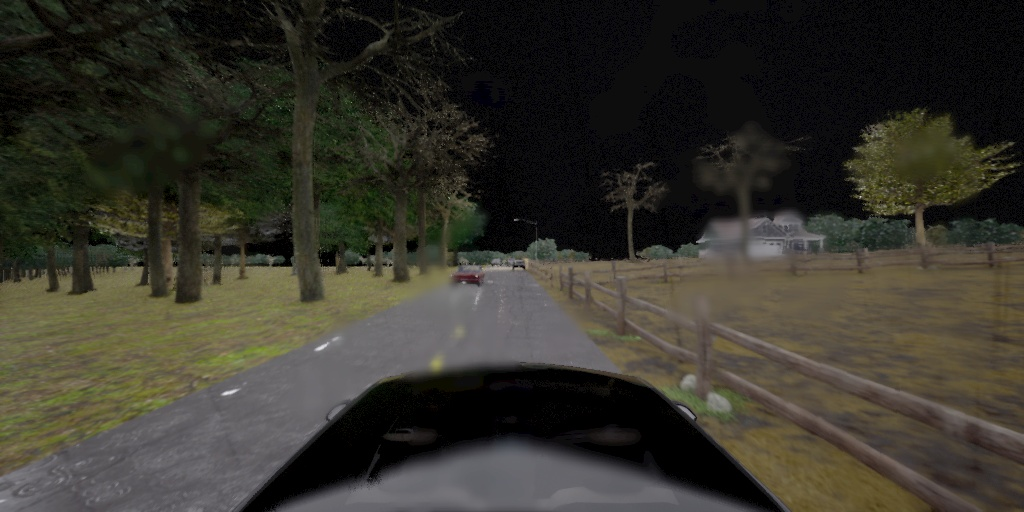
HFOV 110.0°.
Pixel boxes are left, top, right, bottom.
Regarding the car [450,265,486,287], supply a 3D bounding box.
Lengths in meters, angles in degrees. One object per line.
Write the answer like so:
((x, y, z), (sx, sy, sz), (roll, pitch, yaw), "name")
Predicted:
((-2.848, 1.300, 23.814), (1.895, 1.301, 4.718), (0, 0, 0), "car")

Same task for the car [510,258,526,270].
((0.963, 1.183, 50.719), (1.837, 1.490, 4.892), (0, 0, 0), "car")

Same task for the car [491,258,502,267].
((-2.767, 1.191, 64.954), (1.837, 1.490, 4.892), (0, 0, 1), "car")
